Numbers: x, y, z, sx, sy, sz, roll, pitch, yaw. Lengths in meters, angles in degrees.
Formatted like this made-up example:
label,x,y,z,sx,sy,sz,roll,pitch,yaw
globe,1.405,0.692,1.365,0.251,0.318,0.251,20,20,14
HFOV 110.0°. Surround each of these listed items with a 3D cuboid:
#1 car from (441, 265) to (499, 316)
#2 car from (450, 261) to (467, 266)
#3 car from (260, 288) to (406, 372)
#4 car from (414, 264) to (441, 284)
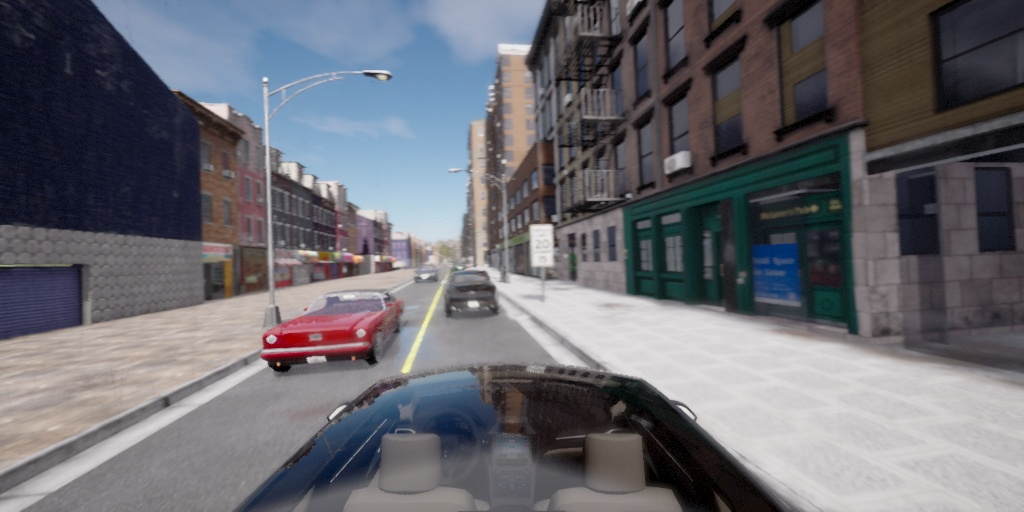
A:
label,x,y,z,sx,sy,sz,roll,pitch,yaw
car,-1.618,1.298,13.785,1.837,1.490,4.892,-2,0,-9
car,-5.898,1.395,40.431,2.097,1.767,4.553,-2,0,-9
car,-3.725,1.481,8.331,1.895,1.301,4.718,-2,0,-9
car,-7.404,1.534,31.357,2.128,1.511,4.902,-2,0,-9
